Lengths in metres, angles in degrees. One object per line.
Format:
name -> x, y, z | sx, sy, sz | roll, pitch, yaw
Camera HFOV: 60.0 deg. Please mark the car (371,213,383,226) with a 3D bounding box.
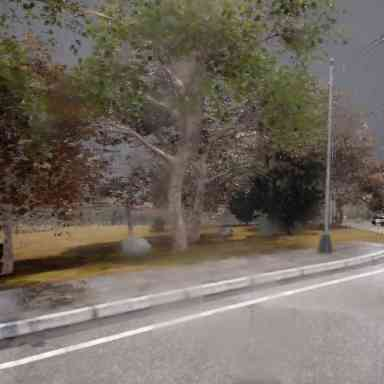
car -> 23.005, 3.310, 39.587 | 4.902, 1.511, 2.128 | 5, -3, -43
